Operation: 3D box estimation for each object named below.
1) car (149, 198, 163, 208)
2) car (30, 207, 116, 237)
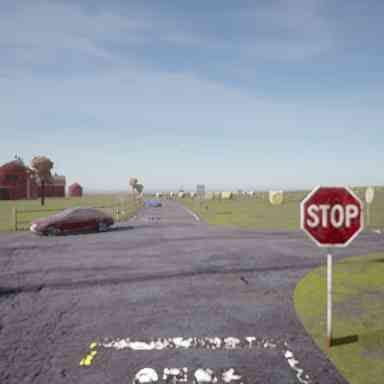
[{"bbox_3d":[-5.439,1.584,49.972,1.812,1.442,4.674,0,0,-6],"label":"car"},{"bbox_3d":[-6.686,1.614,19.059,4.674,1.442,1.812,-2,3,-41],"label":"car"}]
